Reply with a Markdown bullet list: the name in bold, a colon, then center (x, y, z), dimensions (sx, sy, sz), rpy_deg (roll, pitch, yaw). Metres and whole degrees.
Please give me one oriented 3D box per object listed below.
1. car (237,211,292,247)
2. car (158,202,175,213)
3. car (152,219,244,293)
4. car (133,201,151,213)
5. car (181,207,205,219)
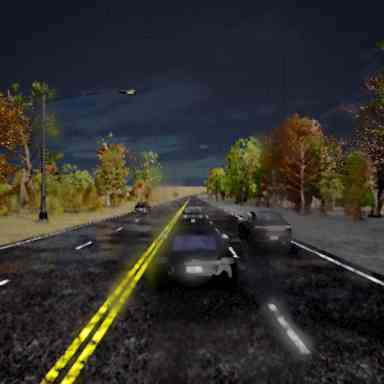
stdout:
- **car**: center (3.326, 1.656, 15.876), dimensions (2.128, 1.511, 4.902), rpy_deg (-1, 0, 0)
- **car**: center (-3.260, 2.019, 43.637), dimensions (2.033, 1.411, 5.357), rpy_deg (0, -1, 0)
- **car**: center (0.068, 1.665, 9.183), dimensions (1.994, 1.385, 4.181), rpy_deg (0, -1, 0)
- **car**: center (-6.508, 2.036, 43.881), dimensions (1.837, 1.490, 4.892), rpy_deg (0, -1, 0)
- **car**: center (0.091, 1.897, 27.234), dimensions (1.895, 1.301, 4.718), rpy_deg (0, -1, 0)
